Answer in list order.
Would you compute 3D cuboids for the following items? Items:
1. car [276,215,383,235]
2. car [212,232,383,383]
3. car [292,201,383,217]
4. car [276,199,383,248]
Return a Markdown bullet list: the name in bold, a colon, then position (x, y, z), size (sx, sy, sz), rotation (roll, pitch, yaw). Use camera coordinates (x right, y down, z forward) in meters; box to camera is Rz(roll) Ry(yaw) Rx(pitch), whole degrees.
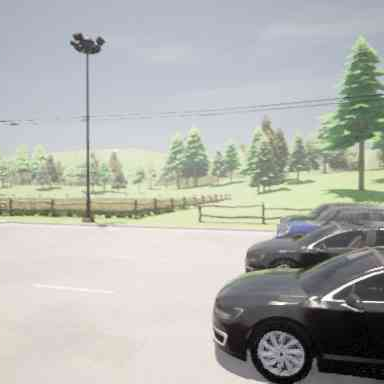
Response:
- **car**: position (3.679, 1.444, 7.620), size (4.892, 1.490, 1.837), rotation (0, 0, 17)
- **car**: position (2.693, 1.468, 4.263), size (4.892, 1.490, 1.837), rotation (0, 0, 17)
- **car**: position (4.985, 1.267, 10.883), size (4.553, 1.767, 2.097), rotation (0, 0, 17)
- **car**: position (5.978, 1.244, 14.239), size (4.553, 1.767, 2.097), rotation (0, 0, 17)
